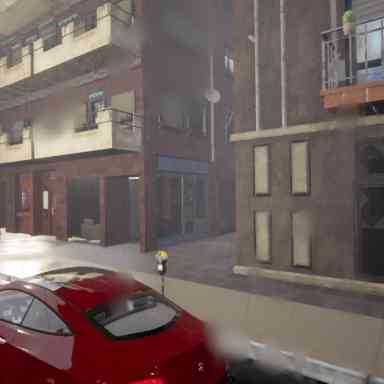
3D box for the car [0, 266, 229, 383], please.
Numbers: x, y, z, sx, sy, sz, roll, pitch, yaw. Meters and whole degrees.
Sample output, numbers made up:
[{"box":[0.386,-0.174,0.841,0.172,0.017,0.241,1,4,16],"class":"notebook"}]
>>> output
[{"box":[-1.581,1.583,3.979,4.206,1.307,1.802,0,-1,36],"class":"car"}]
